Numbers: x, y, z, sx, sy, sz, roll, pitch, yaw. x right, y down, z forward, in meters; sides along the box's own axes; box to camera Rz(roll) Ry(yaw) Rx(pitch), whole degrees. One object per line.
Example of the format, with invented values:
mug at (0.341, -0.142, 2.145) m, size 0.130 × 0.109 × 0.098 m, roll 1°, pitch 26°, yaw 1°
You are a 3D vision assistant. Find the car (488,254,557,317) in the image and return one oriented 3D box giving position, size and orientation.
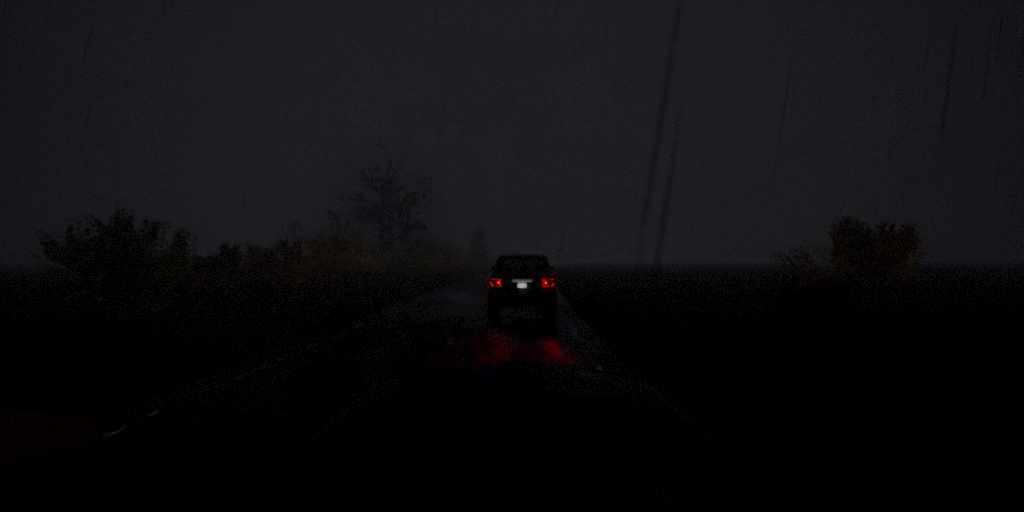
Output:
car at (0.405, 0.948, 13.129) m, size 2.150 × 2.045 × 5.566 m, roll 0°, pitch 0°, yaw 2°
